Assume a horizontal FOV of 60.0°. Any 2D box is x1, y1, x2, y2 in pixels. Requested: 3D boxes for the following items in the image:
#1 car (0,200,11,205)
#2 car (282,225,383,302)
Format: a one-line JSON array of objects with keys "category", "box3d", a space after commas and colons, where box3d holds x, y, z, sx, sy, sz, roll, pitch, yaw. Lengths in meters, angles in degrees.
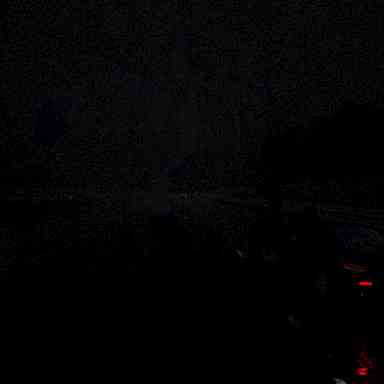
[{"category": "car", "box3d": [-17.509, 1.491, 29.233, 1.837, 1.490, 4.892, 0, 0, 0]}, {"category": "car", "box3d": [3.605, 1.526, 8.158, 1.812, 1.442, 4.674, 0, 0, 0]}]
